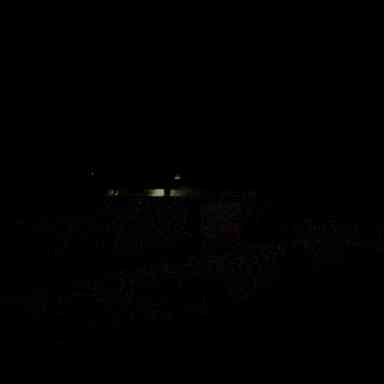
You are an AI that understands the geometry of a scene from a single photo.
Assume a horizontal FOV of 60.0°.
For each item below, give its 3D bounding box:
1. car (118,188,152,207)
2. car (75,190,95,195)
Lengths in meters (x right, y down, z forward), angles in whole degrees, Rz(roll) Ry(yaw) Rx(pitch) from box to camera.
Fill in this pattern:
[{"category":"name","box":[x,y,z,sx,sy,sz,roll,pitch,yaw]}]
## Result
[{"category":"car","box":[-6.313,0.629,37.218,2.150,2.045,5.566,-1,1,-38]},{"category":"car","box":[-16.016,0.384,49.720,1.812,1.442,4.674,-1,2,-38]}]
